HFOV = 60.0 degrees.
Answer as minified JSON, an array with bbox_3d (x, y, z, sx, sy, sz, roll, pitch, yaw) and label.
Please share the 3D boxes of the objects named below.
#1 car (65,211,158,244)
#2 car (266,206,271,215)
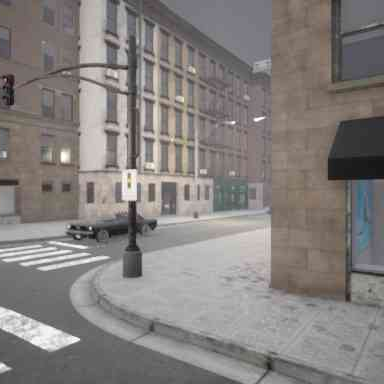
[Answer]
[{"bbox_3d":[-3.849,1.663,16.551,1.895,1.301,4.718,0,0,33],"label":"car"},{"bbox_3d":[9.881,1.735,36.026,2.033,1.411,5.357,0,0,36],"label":"car"}]
